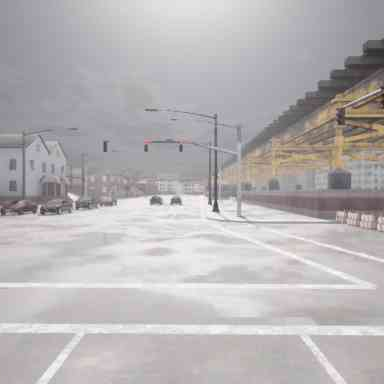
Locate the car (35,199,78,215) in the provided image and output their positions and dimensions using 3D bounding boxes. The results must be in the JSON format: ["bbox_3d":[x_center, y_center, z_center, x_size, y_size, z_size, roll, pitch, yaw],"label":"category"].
[{"bbox_3d":[-13.925,1.505,34.414,1.837,1.490,4.892,0,0,1],"label":"car"}]

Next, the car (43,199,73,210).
[{"bbox_3d":[-17.221,1.601,43.003,1.895,1.301,4.718,0,0,1],"label":"car"}]

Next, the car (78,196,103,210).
[{"bbox_3d":[-13.704,1.505,43.666,1.837,1.490,4.892,0,0,1],"label":"car"}]

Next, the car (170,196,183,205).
[{"bbox_3d":[-2.753,1.505,58.841,1.837,1.490,4.892,0,0,1],"label":"car"}]

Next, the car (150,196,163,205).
[{"bbox_3d":[-6.252,1.478,58.923,1.882,1.535,5.008,0,0,1],"label":"car"}]

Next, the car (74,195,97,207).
[{"bbox_3d":[-16.972,1.352,53.203,2.097,1.767,4.553,0,0,2],"label":"car"}]

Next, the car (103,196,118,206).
[{"bbox_3d":[-13.459,1.526,53.951,1.812,1.442,4.674,0,0,2],"label":"car"}]

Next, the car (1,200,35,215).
[{"bbox_3d":[-17.440,1.526,33.912,1.812,1.442,4.674,0,0,1],"label":"car"}]

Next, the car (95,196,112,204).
[{"bbox_3d":[-16.704,1.526,63.049,1.812,1.442,4.674,0,0,2],"label":"car"}]
